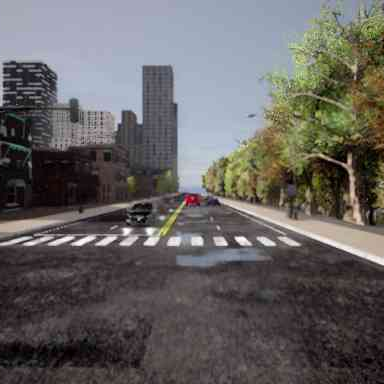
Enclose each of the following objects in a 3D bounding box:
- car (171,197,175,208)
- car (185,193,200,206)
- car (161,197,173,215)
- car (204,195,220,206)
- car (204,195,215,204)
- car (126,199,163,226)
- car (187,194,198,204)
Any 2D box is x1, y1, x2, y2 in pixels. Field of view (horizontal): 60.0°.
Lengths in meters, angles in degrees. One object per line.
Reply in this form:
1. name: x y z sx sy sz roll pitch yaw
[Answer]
1. car: -3.310 1.435 43.733 1.837 1.490 4.892 0 0 0
2. car: 0.130 1.137 52.522 2.150 2.045 5.566 0 0 0
3. car: -3.326 1.511 33.302 1.994 1.385 4.181 0 0 0
4. car: 3.383 1.478 53.440 1.994 1.385 4.181 0 0 0
5. car: 3.288 1.401 63.396 1.837 1.490 4.892 0 0 0
6. car: -3.337 1.468 23.370 1.837 1.490 4.892 0 0 0
7. car: 0.050 1.249 63.089 2.097 1.767 4.553 0 0 0
